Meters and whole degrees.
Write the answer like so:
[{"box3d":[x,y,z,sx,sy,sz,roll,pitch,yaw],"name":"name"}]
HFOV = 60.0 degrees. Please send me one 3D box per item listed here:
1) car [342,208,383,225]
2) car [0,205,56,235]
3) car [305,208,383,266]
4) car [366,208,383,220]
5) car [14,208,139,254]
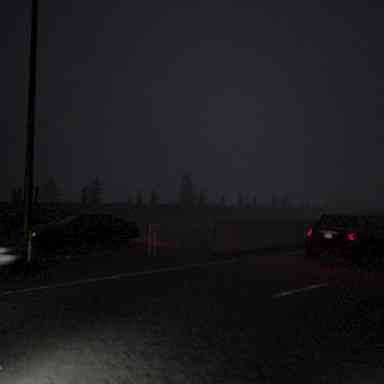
[{"box3d":[17.592,2.428,33.721,4.902,1.511,2.128,2,-1,-35],"name":"car"},{"box3d":[-9.240,1.502,18.897,4.902,1.511,2.128,1,0,-35],"name":"car"},{"box3d":[6.391,1.593,12.602,4.553,1.767,2.097,2,-1,-35],"name":"car"},{"box3d":[24.754,2.808,43.138,4.892,1.490,1.837,2,-1,-36],"name":"car"},{"box3d":[-4.470,1.545,13.700,4.674,1.442,1.812,1,-1,-35],"name":"car"}]
